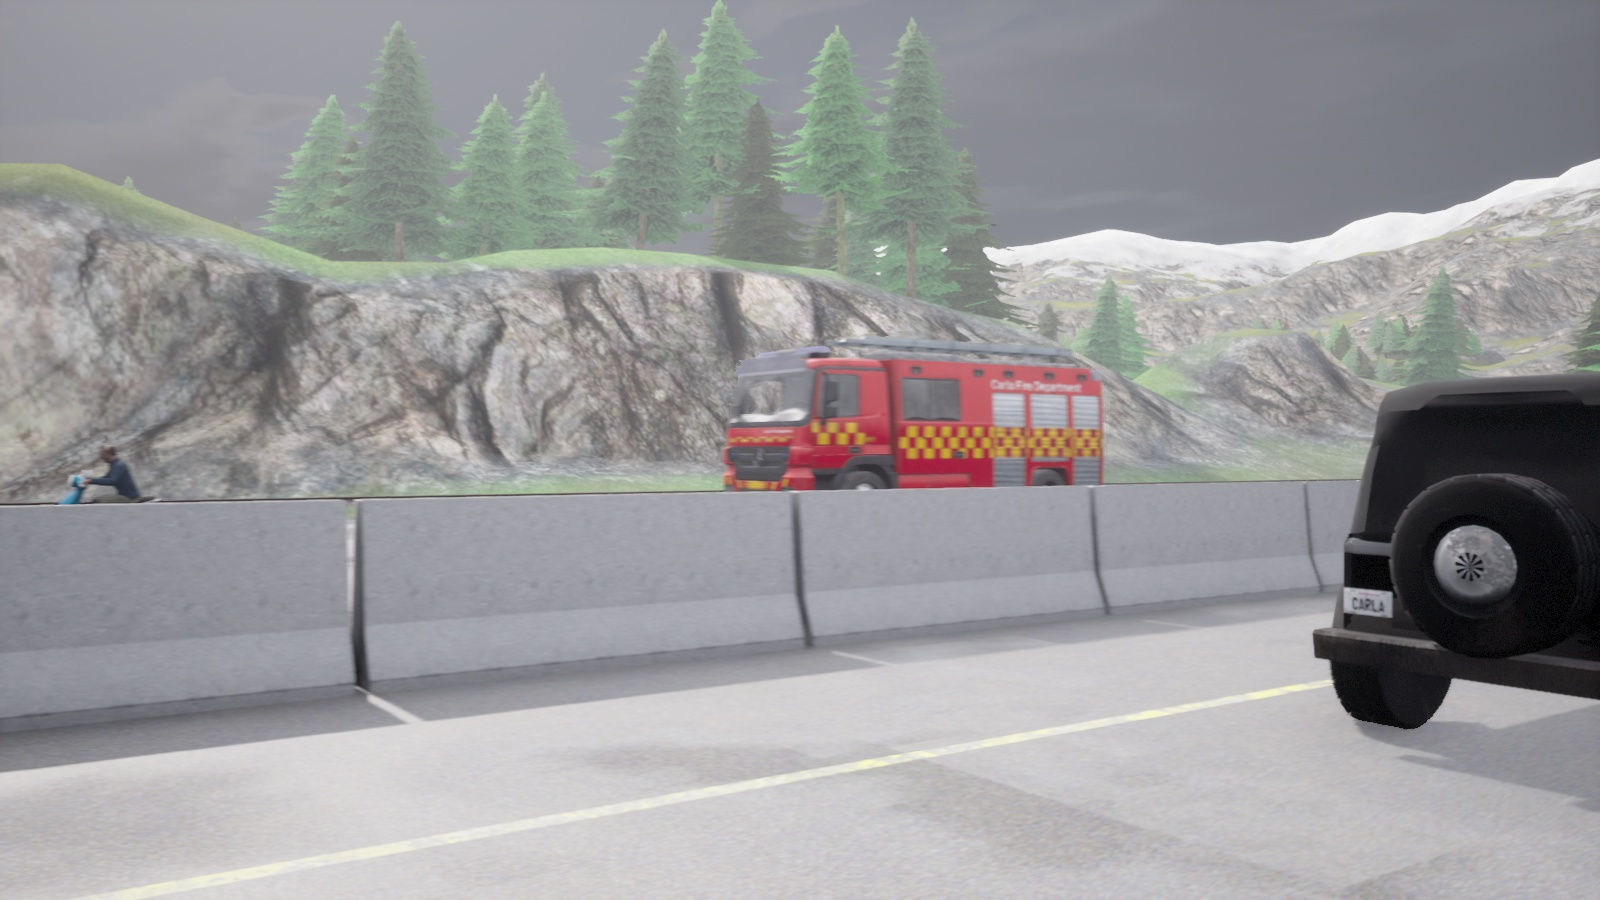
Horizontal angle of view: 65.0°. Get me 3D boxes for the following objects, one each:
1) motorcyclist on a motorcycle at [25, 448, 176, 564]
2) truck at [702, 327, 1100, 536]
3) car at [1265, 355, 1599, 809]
[{"bbox_3d":[-10.023,0.764,18.004,1.817,1.590,0.866,0,0,-35],"label":"motorcyclist on a motorcycle"},{"bbox_3d":[2.339,-0.362,26.613,8.468,3.827,2.891,0,0,-35],"label":"truck"},{"bbox_3d":[4.538,0.548,6.818,3.866,1.878,1.905,0,0,-35],"label":"car"}]
